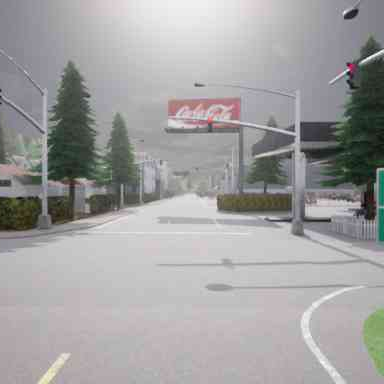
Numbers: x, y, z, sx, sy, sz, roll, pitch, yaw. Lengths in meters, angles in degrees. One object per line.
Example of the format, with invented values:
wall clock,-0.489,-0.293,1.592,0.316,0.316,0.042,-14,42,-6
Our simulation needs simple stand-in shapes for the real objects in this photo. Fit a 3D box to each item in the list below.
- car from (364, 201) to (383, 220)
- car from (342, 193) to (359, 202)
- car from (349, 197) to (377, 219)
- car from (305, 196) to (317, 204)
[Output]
car,18.709,1.667,30.617,4.611,1.667,2.242,0,0,0
car,34.940,1.478,71.797,2.007,1.523,4.514,0,0,0
car,14.379,1.500,24.949,3.866,1.878,1.905,0,0,0
car,22.532,1.542,64.012,1.970,1.475,3.806,0,0,0
